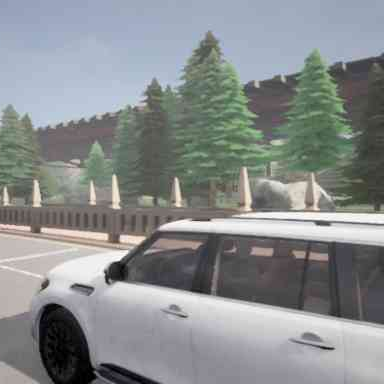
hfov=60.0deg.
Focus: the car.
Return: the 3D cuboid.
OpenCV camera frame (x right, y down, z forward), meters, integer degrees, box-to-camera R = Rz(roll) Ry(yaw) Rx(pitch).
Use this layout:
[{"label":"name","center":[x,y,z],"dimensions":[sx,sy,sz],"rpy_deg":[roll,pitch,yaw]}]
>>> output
[{"label":"car","center":[0.538,1.226,3.614],"dimensions":[5.566,2.045,2.150],"rpy_deg":[0,0,35]}]
